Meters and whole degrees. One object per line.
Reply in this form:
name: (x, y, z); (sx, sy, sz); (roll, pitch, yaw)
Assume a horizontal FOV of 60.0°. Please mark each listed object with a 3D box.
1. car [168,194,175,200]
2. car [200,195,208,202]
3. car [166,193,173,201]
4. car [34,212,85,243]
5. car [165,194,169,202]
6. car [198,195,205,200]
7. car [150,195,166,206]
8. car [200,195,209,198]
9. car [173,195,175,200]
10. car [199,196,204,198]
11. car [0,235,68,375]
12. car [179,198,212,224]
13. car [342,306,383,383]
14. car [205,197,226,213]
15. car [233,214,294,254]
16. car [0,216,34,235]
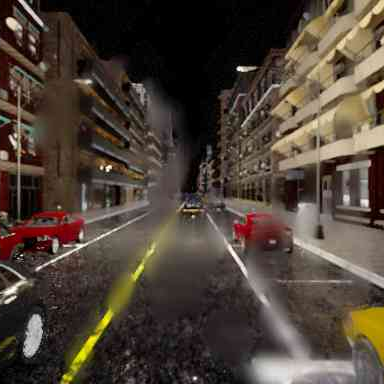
car: (-5.701, 1.372, 92.055); (1.752, 1.417, 4.829); (0, 0, 0)
car: (2.681, 1.458, 75.314); (1.802, 1.307, 4.206); (0, 0, 0)
car: (-5.699, 1.430, 69.681); (1.887, 1.381, 4.507); (0, 0, 0)
car: (-5.691, 1.523, 13.319); (1.887, 1.381, 4.507); (0, 0, 0)
car: (-5.698, 1.455, 58.408); (2.008, 1.369, 4.403); (0, 0, 0)
car: (2.679, 1.429, 92.223); (1.802, 1.307, 4.206); (0, 0, 0)
car: (-5.696, 1.465, 52.771); (2.008, 1.369, 4.403); (0, 0, 0)
car: (2.684, 1.430, 58.575); (1.752, 1.417, 4.829); (0, 0, 0)
car: (-5.699, 1.181, 80.953); (2.192, 1.841, 5.009); (0, 0, 0)
car: (0.095, 1.497, 41.510); (1.994, 1.385, 4.181); (0, 0, 0)
car: (-3.001, 1.499, 3.010); (1.837, 1.490, 4.892); (0, 0, 0)
car: (0.097, 1.453, 24.603); (2.128, 1.511, 4.902); (0, 0, 0)
car: (2.691, 1.522, 2.213); (1.752, 1.417, 4.829); (0, 0, 0)
car: (2.687, 1.494, 35.860); (2.008, 1.369, 4.403); (0, 0, 0)
car: (2.689, 1.524, 13.316); (1.887, 1.381, 4.507); (0, 0, 0)
car: (-5.690, 1.428, 7.682); (1.967, 1.590, 4.097); (0, 0, 0)
